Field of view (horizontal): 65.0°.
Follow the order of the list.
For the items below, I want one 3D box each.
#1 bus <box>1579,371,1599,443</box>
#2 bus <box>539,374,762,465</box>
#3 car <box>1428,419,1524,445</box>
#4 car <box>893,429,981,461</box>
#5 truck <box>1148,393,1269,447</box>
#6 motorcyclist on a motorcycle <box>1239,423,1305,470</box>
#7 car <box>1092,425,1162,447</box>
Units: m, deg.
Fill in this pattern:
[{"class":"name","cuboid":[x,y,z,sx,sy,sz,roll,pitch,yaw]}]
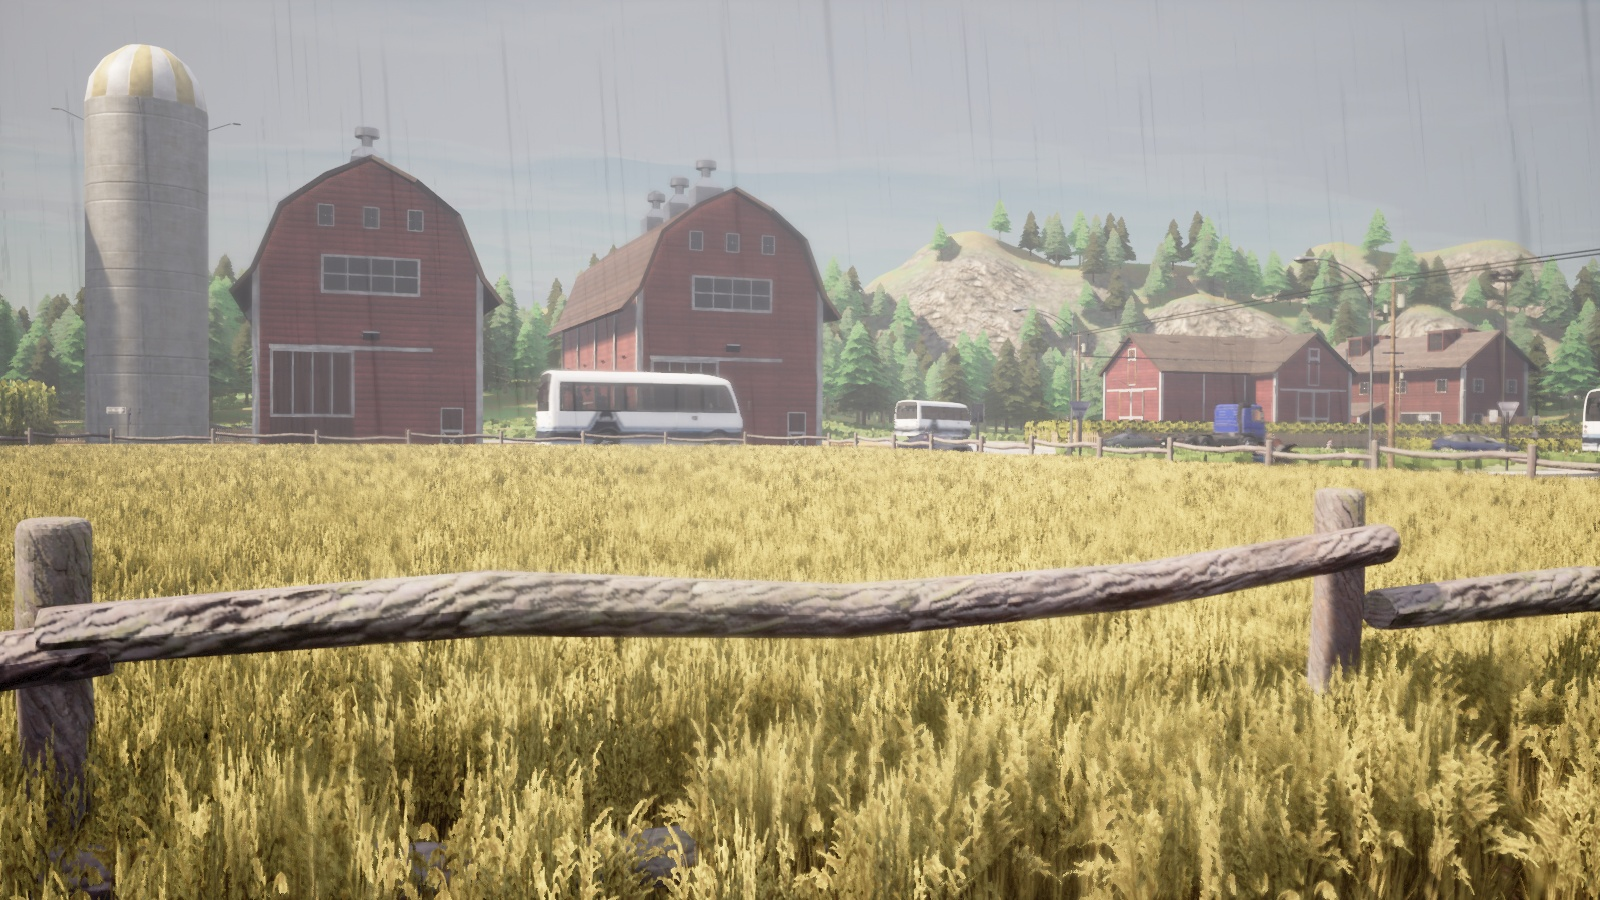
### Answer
[{"class":"bus","cuboid":[52.277,-2.649,75.209,10.273,4.253,3.944,-1,1,-19]},{"class":"bus","cuboid":[-7.440,-1.557,62.794,10.273,4.253,3.944,-1,1,-24]},{"class":"car","cuboid":[40.011,-1.078,74.378,4.792,1.488,2.163,0,1,34]},{"class":"car","cuboid":[6.307,-0.236,58.202,1.994,1.385,4.181,-1,1,-29]},{"class":"truck","cuboid":[27.454,-2.052,84.290,7.936,3.462,2.891,-1,1,-26]},{"class":"motorcyclist on a motorcycle","cuboid":[16.077,-0.135,42.845,0.866,1.530,2.191,-1,1,-21]},{"class":"car","cuboid":[22.470,-0.971,86.350,4.181,1.385,1.994,-1,1,-18]}]
